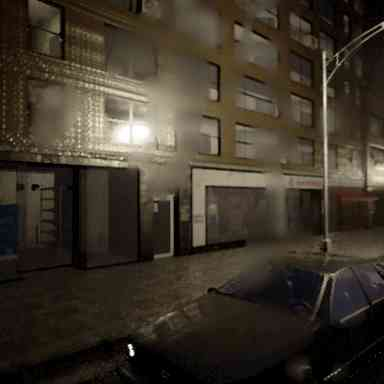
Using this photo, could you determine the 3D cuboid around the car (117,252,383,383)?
[{"bbox_3d":[1.680,1.654,4.828,5.357,1.411,2.033,1,-2,-42],"label":"car"}]
